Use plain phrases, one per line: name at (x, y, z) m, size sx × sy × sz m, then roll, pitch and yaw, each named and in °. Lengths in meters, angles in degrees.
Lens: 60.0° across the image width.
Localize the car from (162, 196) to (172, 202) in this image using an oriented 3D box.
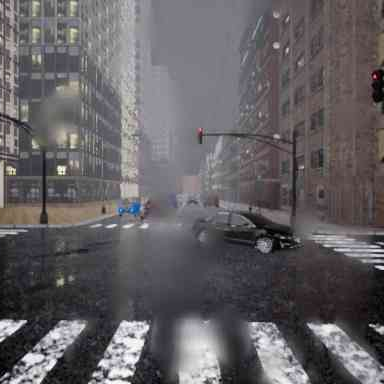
car at (-5.615, 1.536, 74.846) m, size 1.752 × 1.417 × 4.829 m, roll 0°, pitch 0°, yaw 0°

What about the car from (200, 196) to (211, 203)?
car at (2.761, 1.558, 69.458) m, size 2.008 × 1.369 × 4.403 m, roll 0°, pitch 0°, yaw 0°

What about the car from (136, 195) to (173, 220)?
car at (-3.088, 1.348, 28.169) m, size 2.097 × 1.767 × 4.553 m, roll 0°, pitch 0°, yaw 1°

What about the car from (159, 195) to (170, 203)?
car at (-5.620, 1.447, 69.465) m, size 1.967 × 1.590 × 4.097 m, roll 0°, pitch 0°, yaw 0°

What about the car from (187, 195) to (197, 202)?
car at (0.074, 1.397, 70.105) m, size 2.033 × 1.411 × 5.357 m, roll 0°, pitch 0°, yaw 0°

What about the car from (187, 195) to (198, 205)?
car at (0.065, 1.604, 60.129) m, size 1.895 × 1.301 × 4.718 m, roll 0°, pitch 0°, yaw 0°

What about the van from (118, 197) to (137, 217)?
van at (-5.660, 1.337, 30.609) m, size 1.690 × 1.788 × 3.998 m, roll 0°, pitch 0°, yaw 0°

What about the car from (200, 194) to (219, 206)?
car at (2.737, 1.315, 47.255) m, size 2.192 × 1.841 × 5.009 m, roll 0°, pitch 0°, yaw 0°

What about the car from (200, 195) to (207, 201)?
car at (3.093, 1.547, 90.174) m, size 1.812 × 1.442 × 4.674 m, roll 0°, pitch 0°, yaw 0°

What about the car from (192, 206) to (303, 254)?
car at (2.189, 1.572, 14.075) m, size 4.892 × 1.490 × 1.837 m, roll 1°, pitch 0°, yaw 41°

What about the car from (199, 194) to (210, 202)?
car at (2.765, 1.325, 75.009) m, size 2.192 × 1.841 × 5.009 m, roll 0°, pitch 0°, yaw 0°

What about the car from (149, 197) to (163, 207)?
car at (-5.637, 1.526, 52.643) m, size 1.752 × 1.417 × 4.829 m, roll 0°, pitch 0°, yaw 0°

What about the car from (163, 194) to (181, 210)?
car at (-3.052, 1.221, 44.435) m, size 2.150 × 2.045 × 5.566 m, roll 0°, pitch 0°, yaw 0°

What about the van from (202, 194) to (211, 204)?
van at (2.754, 1.346, 63.907) m, size 1.690 × 1.788 × 3.998 m, roll 0°, pitch 0°, yaw 0°

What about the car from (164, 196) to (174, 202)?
car at (-5.609, 1.564, 80.568) m, size 2.008 × 1.369 × 4.403 m, roll 0°, pitch 0°, yaw 0°
